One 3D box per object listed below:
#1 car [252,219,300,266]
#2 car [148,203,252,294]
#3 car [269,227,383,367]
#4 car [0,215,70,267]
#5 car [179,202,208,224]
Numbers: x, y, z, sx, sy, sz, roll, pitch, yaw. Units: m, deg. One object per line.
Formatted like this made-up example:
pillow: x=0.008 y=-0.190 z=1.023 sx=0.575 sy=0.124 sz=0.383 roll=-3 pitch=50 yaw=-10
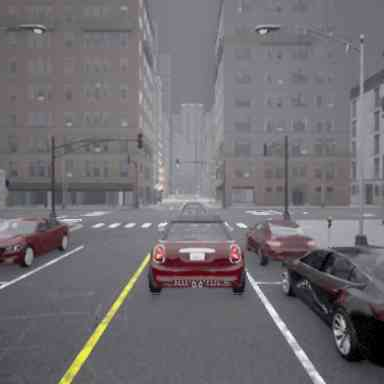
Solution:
car: x=2.881 y=1.582 z=11.326 sx=1.802 sy=1.307 sz=4.206 roll=-1 pitch=0 yaw=0
car: x=0.110 y=1.352 z=8.965 sx=2.097 sy=1.767 sz=4.553 roll=0 pitch=0 yaw=0
car: x=2.873 y=1.566 z=5.740 sx=1.947 sy=1.339 sz=4.313 roll=-1 pitch=0 yaw=0
car: x=-5.664 y=1.546 z=11.334 sx=1.887 sy=1.381 sz=4.507 roll=-1 pitch=0 yaw=0
car: x=0.125 y=1.549 z=26.233 sx=2.033 sy=1.411 sz=5.357 roll=0 pitch=0 yaw=0
